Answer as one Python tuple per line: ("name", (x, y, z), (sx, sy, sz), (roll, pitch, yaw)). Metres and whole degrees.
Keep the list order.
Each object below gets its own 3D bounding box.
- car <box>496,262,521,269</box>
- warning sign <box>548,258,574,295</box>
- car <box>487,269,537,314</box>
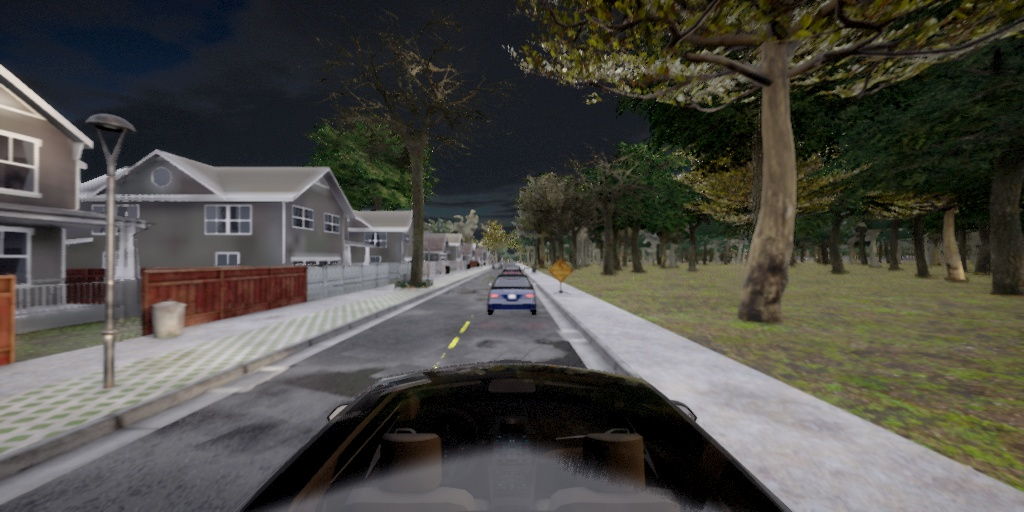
("car", (0.018, 1.517, 30.372), (2.128, 1.511, 4.902), (0, 0, 0))
("warning sign", (2.517, 1.024, 18.457), (1.300, 1.860, 1.060), (0, 0, 0))
("car", (0.008, 1.417, 14.375), (2.033, 1.411, 5.357), (0, -1, 0))
